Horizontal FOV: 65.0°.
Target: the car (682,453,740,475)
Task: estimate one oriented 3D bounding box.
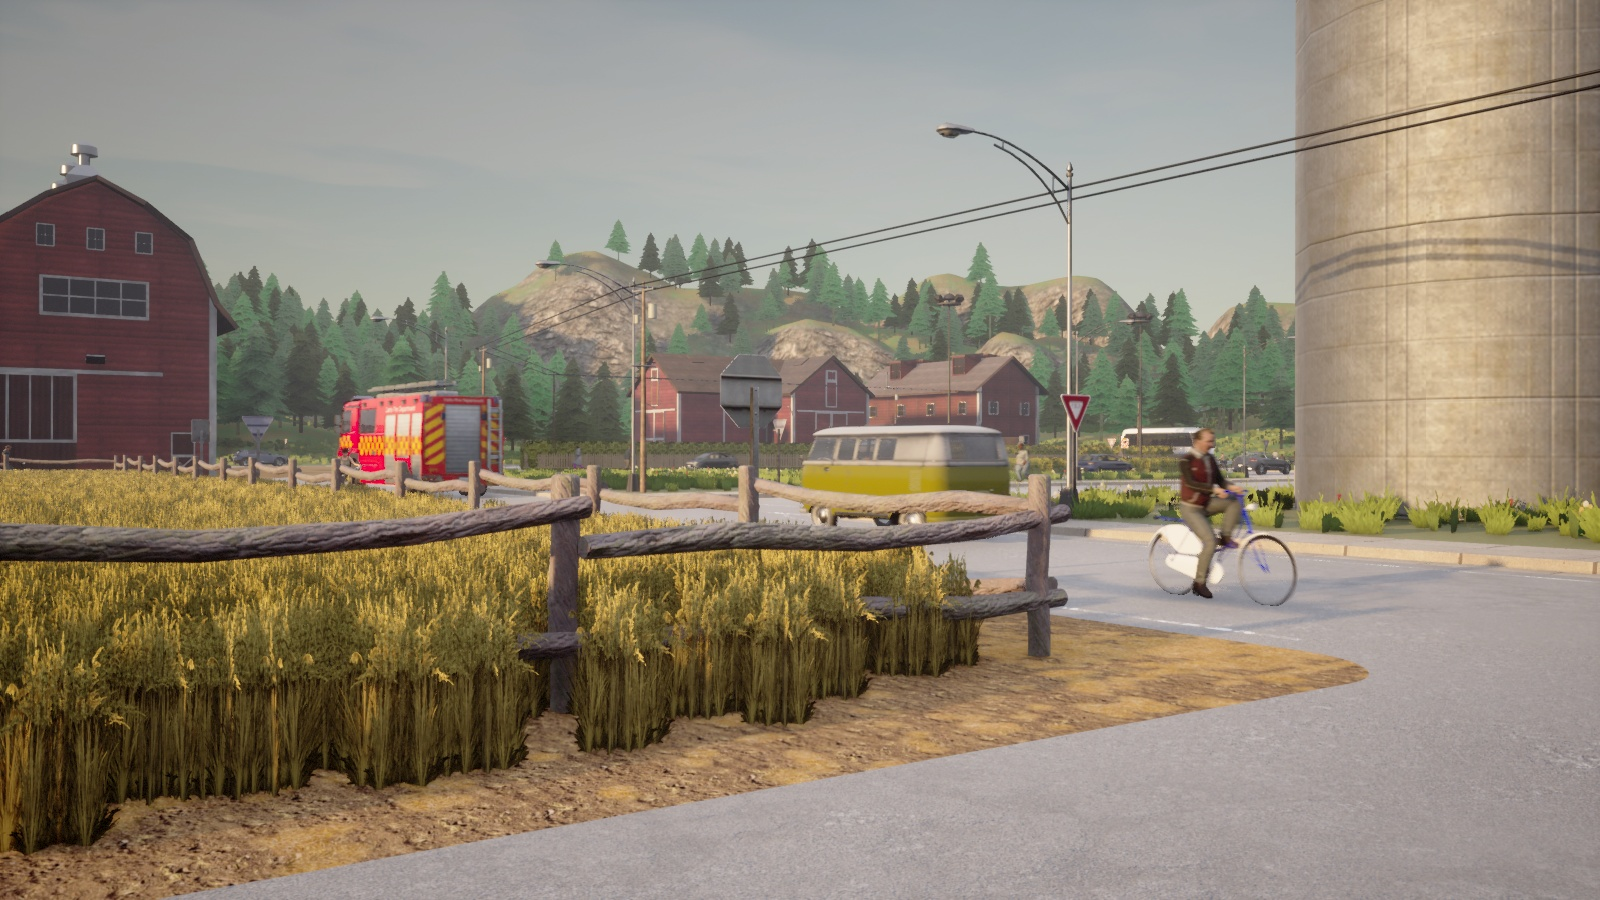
[{"bbox_3d":[-6.227,0.952,88.016,3.705,1.549,1.789,0,0,-35],"label":"car"}]

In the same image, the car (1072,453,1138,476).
[{"bbox_3d":[19.617,0.914,80.721,4.193,1.474,1.816,0,0,-35],"label":"car"}]

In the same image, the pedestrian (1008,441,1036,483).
[{"bbox_3d":[9.957,0.517,56.274,0.900,1.855,0.874,0,0,-37],"label":"pedestrian"}]

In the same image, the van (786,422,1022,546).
[{"bbox_3d":[1.742,0.548,22.487,1.775,1.987,4.442,0,0,-35],"label":"van"}]

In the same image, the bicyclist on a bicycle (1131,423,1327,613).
[{"bbox_3d":[4.285,0.638,12.684,0.659,1.776,1.843,-1,0,-32],"label":"bicyclist on a bicycle"}]

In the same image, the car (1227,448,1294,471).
[{"bbox_3d":[33.206,0.674,90.477,5.027,1.651,2.152,0,0,-37],"label":"car"}]

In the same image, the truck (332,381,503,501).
[{"bbox_3d":[-13.716,-0.282,44.467,2.891,3.827,8.468,0,0,-38],"label":"truck"}]
